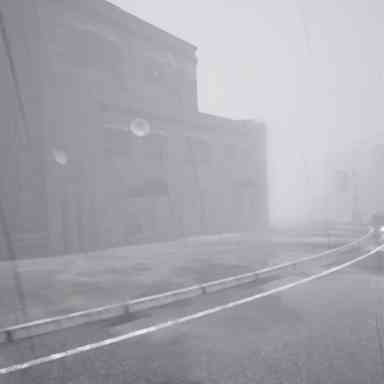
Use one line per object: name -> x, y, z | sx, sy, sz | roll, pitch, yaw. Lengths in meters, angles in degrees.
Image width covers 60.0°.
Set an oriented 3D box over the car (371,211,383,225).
car -> 19.325, 2.517, 33.006 | 1.895, 1.301, 4.718 | -2, -3, 16
